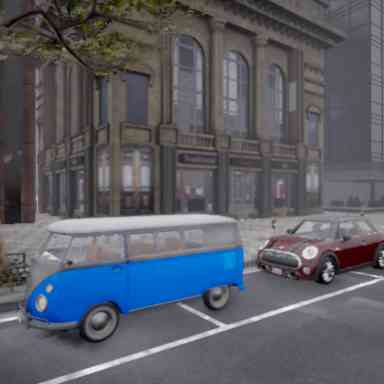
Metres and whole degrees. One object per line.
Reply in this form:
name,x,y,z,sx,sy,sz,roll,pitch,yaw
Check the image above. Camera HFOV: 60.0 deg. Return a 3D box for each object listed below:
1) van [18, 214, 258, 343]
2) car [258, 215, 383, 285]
van,-0.848,1.342,6.161,3.998,1.788,1.690,0,0,-35
car,3.744,1.441,9.435,4.097,1.590,1.967,0,0,-35
